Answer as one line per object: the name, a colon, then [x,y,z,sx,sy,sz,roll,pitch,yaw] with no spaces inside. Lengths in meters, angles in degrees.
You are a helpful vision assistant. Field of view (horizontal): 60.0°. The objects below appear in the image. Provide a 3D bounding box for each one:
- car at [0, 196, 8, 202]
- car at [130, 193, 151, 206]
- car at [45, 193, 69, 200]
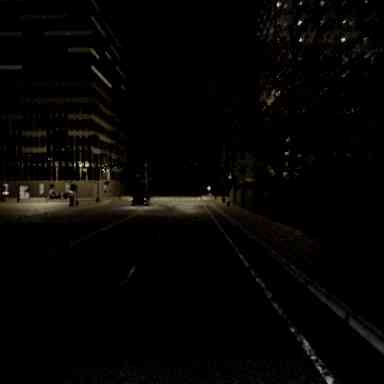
car: [-32.854,0.991,55.256,4.206,1.307,1.802,0,1,2]
car: [-6.526,0.896,42.789,2.097,1.767,4.553,0,1,1]
car: [-25.526,0.799,63.118,4.313,1.339,1.947,0,1,2]
